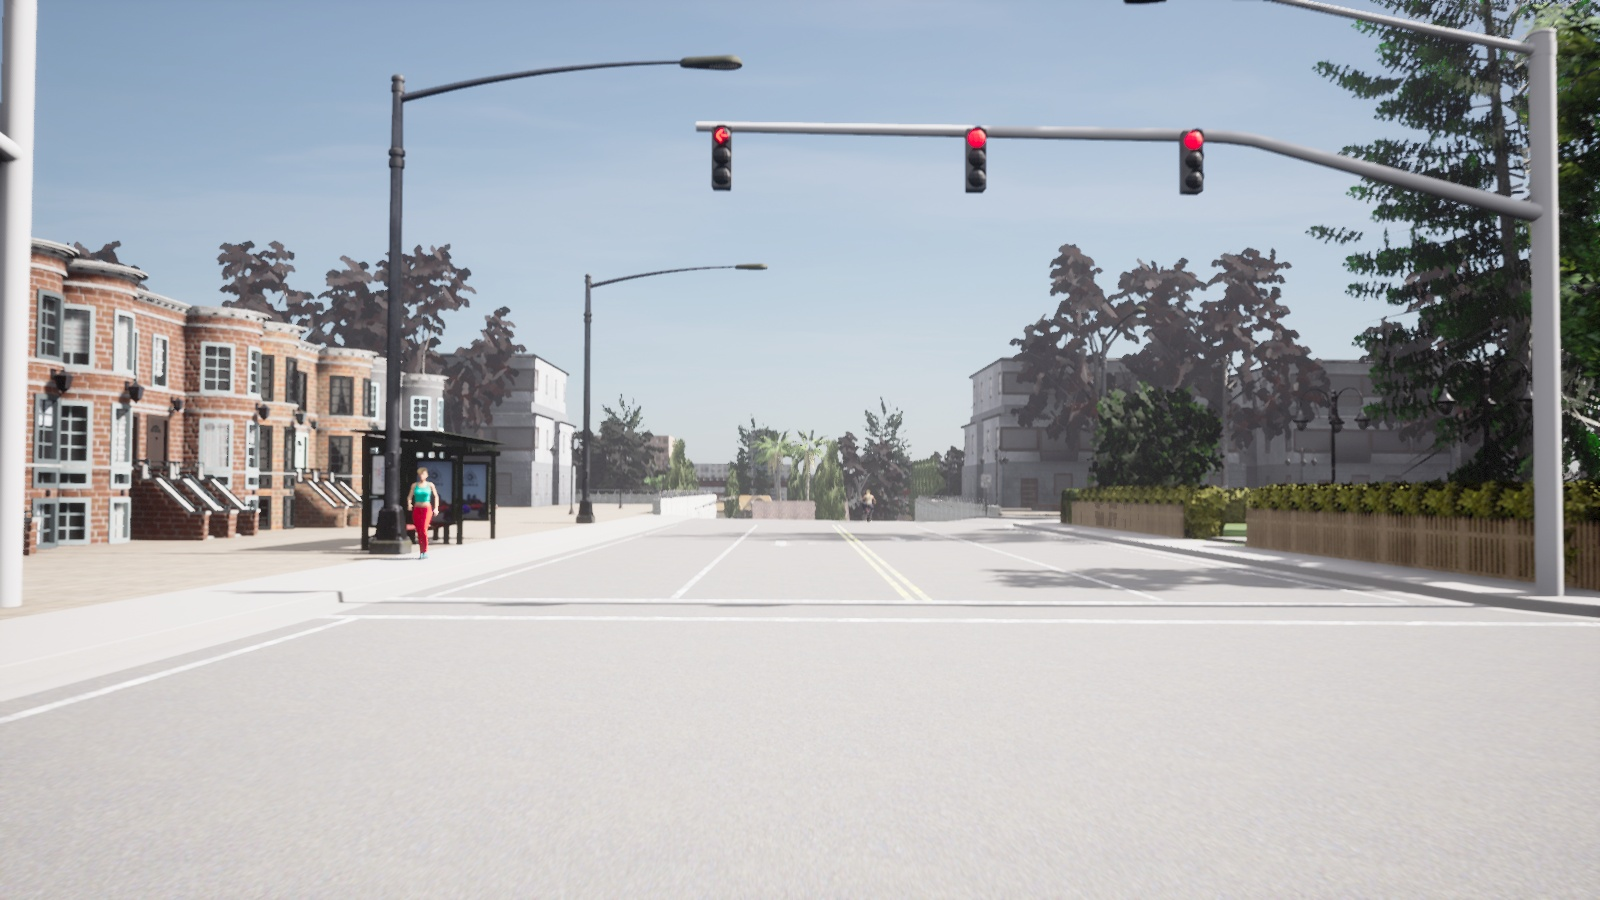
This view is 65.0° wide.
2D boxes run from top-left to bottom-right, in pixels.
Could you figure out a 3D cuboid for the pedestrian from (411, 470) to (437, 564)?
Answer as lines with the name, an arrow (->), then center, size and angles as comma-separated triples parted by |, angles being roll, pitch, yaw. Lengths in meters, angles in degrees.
pedestrian -> -7.424, 1.316, 24.802 | 0.345, 1.836, 0.594 | 0, -2, -2
